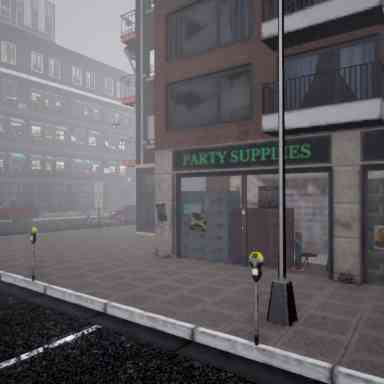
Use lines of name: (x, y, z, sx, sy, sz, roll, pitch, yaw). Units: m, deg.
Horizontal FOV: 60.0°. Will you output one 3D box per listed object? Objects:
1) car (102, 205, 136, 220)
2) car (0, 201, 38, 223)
car: (-6.888, 2.004, 33.728, 1.812, 1.442, 4.674, 0, -1, 35)
car: (-14.953, 1.616, 26.710, 2.192, 1.841, 5.009, -2, -2, 35)
